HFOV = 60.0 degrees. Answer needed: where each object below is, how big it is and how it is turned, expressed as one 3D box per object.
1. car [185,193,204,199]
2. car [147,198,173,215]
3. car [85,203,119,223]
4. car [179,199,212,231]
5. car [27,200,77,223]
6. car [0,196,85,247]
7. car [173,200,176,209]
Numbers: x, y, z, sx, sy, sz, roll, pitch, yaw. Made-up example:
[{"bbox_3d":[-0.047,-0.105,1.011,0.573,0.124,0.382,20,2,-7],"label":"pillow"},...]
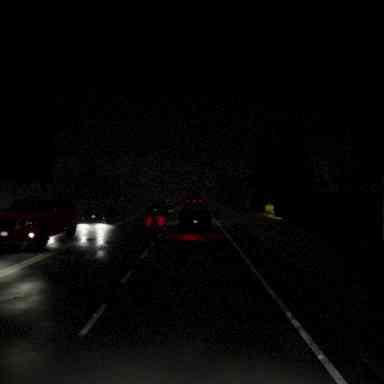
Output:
[{"bbox_3d":[0.264,1.175,41.791,2.150,2.045,5.566,0,0,1],"label":"car"},{"bbox_3d":[-3.349,1.457,33.131,2.128,1.511,4.902,0,0,0],"label":"car"},{"bbox_3d":[-6.918,1.535,25.307,1.994,1.385,4.181,0,0,0],"label":"car"},{"bbox_3d":[0.187,1.456,20.636,1.882,1.535,5.008,0,0,0],"label":"car"},{"bbox_3d":[-10.393,1.413,25.084,1.812,1.442,4.674,0,0,0],"label":"car"},{"bbox_3d":[-7.013,1.203,15.235,2.150,2.045,5.566,0,0,0],"label":"car"},{"bbox_3d":[-3.286,1.500,44.931,2.033,1.411,5.357,0,0,1],"label":"car"}]
